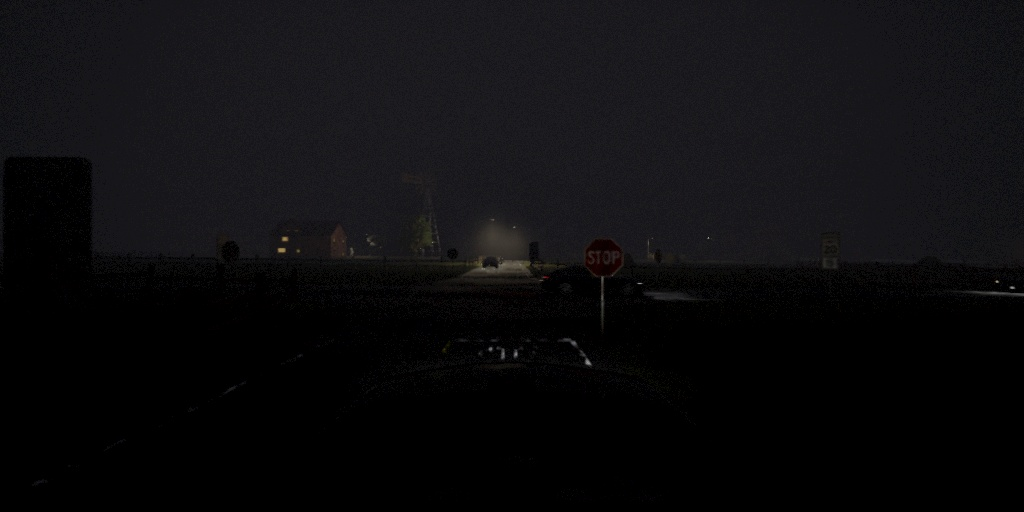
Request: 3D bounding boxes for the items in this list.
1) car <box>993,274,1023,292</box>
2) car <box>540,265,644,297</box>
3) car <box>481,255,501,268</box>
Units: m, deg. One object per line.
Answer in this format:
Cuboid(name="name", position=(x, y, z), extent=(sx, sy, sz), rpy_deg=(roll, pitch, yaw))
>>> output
Cuboid(name="car", position=(31.217, 1.443, 20.511), extent=(5.357, 1.411, 2.033), rpy_deg=(0, 0, -1))
Cuboid(name="car", position=(3.817, 1.189, 17.304), extent=(4.892, 1.490, 1.837), rpy_deg=(1, 0, -1))
Cuboid(name="car", position=(-2.813, 0.843, 47.015), extent=(1.812, 1.442, 4.674), rpy_deg=(0, 1, 0))
